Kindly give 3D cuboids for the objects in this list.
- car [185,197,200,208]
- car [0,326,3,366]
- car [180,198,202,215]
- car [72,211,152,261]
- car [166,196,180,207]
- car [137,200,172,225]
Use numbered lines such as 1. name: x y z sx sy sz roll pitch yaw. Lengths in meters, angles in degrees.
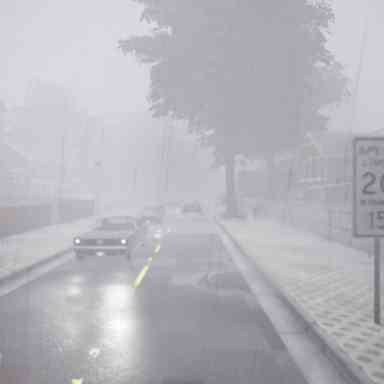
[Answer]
1. car: 0.067 1.495 46.742 1.994 1.385 4.181 0 0 1
2. car: -2.908 1.495 1.386 2.128 1.511 4.902 0 0 2
3. car: 0.030 1.460 33.814 1.882 1.535 5.008 0 0 0
4. car: -2.842 1.615 12.524 1.895 1.301 4.718 0 0 0
5. car: -2.716 1.400 49.389 1.882 1.535 5.008 0 0 0
6. car: -2.824 1.551 24.224 2.033 1.411 5.357 0 0 0
